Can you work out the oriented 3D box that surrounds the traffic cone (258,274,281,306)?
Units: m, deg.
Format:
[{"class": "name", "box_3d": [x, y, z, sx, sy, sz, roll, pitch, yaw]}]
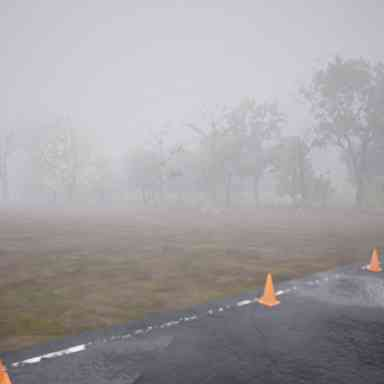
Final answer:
[{"class": "traffic cone", "box_3d": [1.598, 1.987, 6.866, 0.340, 0.580, 0.340, 0, 0, -38]}]

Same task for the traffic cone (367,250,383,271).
[{"class": "traffic cone", "box_3d": [5.460, 2.016, 9.931, 0.340, 0.580, 0.340, 0, 0, -39]}]
